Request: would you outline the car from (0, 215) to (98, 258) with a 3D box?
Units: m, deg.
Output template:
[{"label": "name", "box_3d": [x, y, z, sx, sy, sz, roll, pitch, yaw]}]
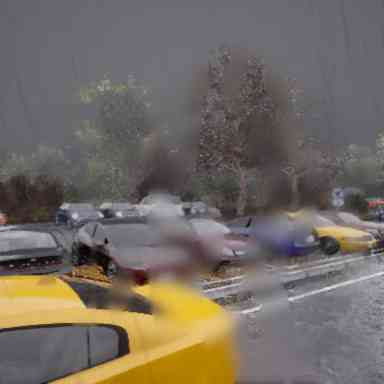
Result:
[{"label": "car", "box_3d": [-4.256, 1.534, 7.999, 2.231, 1.521, 4.892, 0, 0, -35]}]

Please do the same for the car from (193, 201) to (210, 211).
[{"label": "car", "box_3d": [-0.440, 1.473, 26.699, 2.185, 1.767, 4.553, 0, 0, -35]}]

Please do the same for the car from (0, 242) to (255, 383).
[{"label": "car", "box_3d": [-1.904, 1.476, 2.328, 5.008, 1.535, 1.882, 0, 0, -36]}]

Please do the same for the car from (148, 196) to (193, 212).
[{"label": "car", "box_3d": [-2.748, 1.334, 25.138, 2.435, 2.045, 5.566, 0, 0, -35]}]

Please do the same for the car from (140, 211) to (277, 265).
[{"label": "car", "box_3d": [0.281, 1.600, 11.223, 2.002, 1.452, 4.674, 0, 0, -35]}]

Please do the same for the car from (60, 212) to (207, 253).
[{"label": "car", "box_3d": [-1.972, 1.576, 9.589, 2.163, 1.488, 4.792, 0, 0, -35]}]

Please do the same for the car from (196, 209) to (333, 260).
[{"label": "car", "box_3d": [2.537, 1.603, 12.854, 2.163, 1.488, 4.792, 0, 0, -35]}]

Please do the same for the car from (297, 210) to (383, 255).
[{"label": "car", "box_3d": [4.932, 1.584, 14.287, 1.946, 1.575, 5.366, 0, 0, -35]}]

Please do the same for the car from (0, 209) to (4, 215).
[{"label": "car", "box_3d": [-11.804, 1.405, 18.650, 2.185, 1.767, 4.553, 0, 0, -35]}]

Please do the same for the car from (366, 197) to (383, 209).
[{"label": "car", "box_3d": [23.281, 1.406, 43.101, 2.185, 1.767, 4.553, 0, 0, -35]}]

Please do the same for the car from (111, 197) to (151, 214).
[{"label": "car", "box_3d": [-5.124, 1.445, 23.458, 2.185, 1.767, 4.553, 0, 0, -35]}]

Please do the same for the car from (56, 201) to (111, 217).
[{"label": "car", "box_3d": [-7.397, 1.432, 21.848, 2.185, 1.767, 4.553, 0, 0, -35]}]
